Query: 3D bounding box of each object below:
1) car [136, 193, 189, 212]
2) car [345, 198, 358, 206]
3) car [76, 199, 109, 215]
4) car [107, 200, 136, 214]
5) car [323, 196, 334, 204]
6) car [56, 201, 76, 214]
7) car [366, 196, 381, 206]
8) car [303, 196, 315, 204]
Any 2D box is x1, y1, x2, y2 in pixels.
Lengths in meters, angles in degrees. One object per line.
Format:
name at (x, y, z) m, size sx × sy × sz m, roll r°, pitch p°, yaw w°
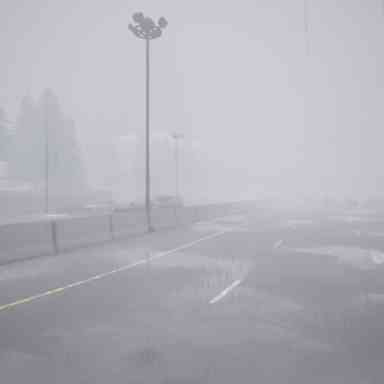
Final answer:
car at (-2.615, 1.317, 31.136) m, size 2.150 × 2.045 × 5.566 m, roll 0°, pitch 0°, yaw 22°
car at (26.136, 1.601, 54.626) m, size 1.895 × 1.301 × 4.718 m, roll 0°, pitch 0°, yaw 22°
car at (-9.072, 1.523, 33.839) m, size 1.882 × 1.535 × 5.008 m, roll 0°, pitch 0°, yaw 22°
car at (-5.849, 1.631, 32.474) m, size 1.895 × 1.301 × 4.718 m, roll 0°, pitch 0°, yaw 22°
car at (26.631, 1.478, 64.931) m, size 1.882 × 1.535 × 5.008 m, roll 0°, pitch 0°, yaw 23°
car at (-12.306, 1.608, 35.176) m, size 1.994 × 1.385 × 4.181 m, roll 0°, pitch 0°, yaw 22°
car at (30.397, 1.505, 55.745) m, size 1.837 × 1.490 × 4.892 m, roll 0°, pitch 0°, yaw 22°
car at (22.665, 1.505, 64.501) m, size 1.837 × 1.490 × 4.892 m, roll 0°, pitch 0°, yaw 23°
